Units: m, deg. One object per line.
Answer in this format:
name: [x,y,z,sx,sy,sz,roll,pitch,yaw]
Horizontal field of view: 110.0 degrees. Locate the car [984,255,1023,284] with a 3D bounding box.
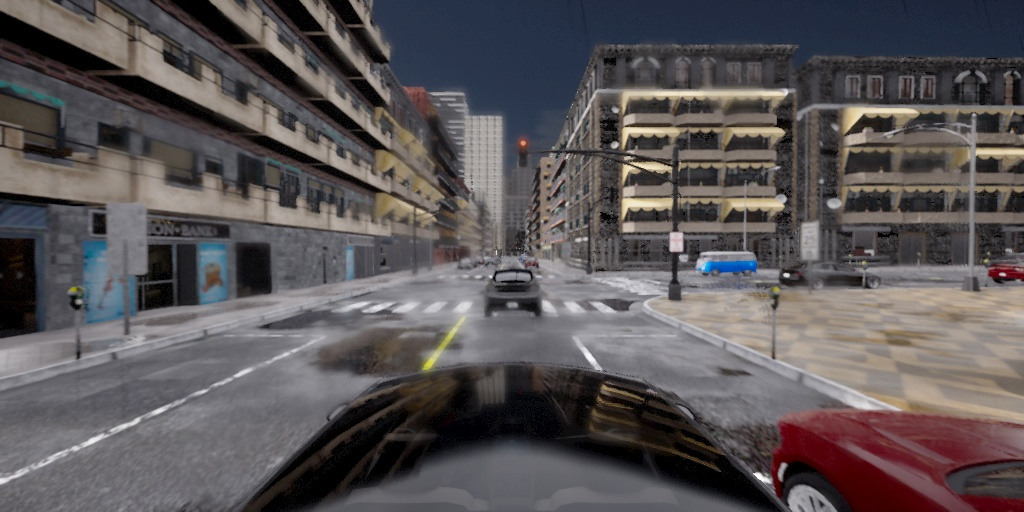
car: [26.909,0.758,18.085,4.507,1.381,1.888,0,0,-1]

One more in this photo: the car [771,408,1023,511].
car: [2.688,1.303,0.721,1.888,1.381,4.507,0,0,0]

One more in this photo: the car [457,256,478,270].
car: [-5.689,0.988,44.196,2.007,1.370,4.403,0,0,0]

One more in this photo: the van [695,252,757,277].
van: [15.656,0.599,26.310,3.998,1.789,1.690,0,0,-1]

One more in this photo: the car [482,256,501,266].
car: [-3.069,0.920,53.703,2.033,1.411,5.357,0,0,0]

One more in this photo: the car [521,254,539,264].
car: [2.692,0.840,49.718,1.967,1.591,4.097,0,0,0]

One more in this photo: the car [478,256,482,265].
car: [-5.689,0.966,49.723,1.948,1.339,4.313,0,0,0]

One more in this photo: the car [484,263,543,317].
car: [0.054,1.171,12.799,1.837,1.490,4.892,0,1,1]

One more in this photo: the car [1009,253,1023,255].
car: [37.929,0.471,26.619,4.313,1.339,1.948,0,0,-1]

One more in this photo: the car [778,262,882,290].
car: [15.774,0.956,17.931,4.313,1.339,1.948,0,0,-1]
